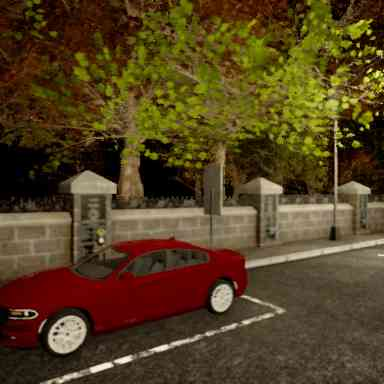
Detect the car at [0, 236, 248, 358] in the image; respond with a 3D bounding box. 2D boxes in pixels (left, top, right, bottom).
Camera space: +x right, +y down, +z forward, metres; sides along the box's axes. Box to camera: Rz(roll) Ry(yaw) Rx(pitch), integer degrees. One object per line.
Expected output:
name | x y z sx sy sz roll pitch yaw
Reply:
car | -0.977 1.552 6.018 4.507 1.381 1.887 0 0 -35
